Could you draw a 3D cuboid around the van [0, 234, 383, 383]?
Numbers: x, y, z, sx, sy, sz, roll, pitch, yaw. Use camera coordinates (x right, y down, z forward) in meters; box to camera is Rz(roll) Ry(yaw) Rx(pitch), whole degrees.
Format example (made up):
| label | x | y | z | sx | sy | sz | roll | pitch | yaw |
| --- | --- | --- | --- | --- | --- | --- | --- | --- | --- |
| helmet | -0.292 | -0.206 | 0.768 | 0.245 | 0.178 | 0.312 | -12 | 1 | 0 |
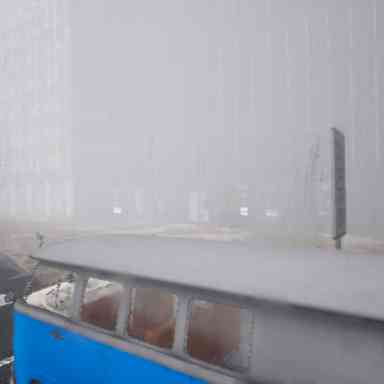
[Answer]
| label | x | y | z | sx | sy | sz | roll | pitch | yaw |
| --- | --- | --- | --- | --- | --- | --- | --- | --- | --- |
| van | 0.064 | 1.339 | 2.856 | 3.998 | 1.788 | 1.690 | -1 | 0 | 34 |
